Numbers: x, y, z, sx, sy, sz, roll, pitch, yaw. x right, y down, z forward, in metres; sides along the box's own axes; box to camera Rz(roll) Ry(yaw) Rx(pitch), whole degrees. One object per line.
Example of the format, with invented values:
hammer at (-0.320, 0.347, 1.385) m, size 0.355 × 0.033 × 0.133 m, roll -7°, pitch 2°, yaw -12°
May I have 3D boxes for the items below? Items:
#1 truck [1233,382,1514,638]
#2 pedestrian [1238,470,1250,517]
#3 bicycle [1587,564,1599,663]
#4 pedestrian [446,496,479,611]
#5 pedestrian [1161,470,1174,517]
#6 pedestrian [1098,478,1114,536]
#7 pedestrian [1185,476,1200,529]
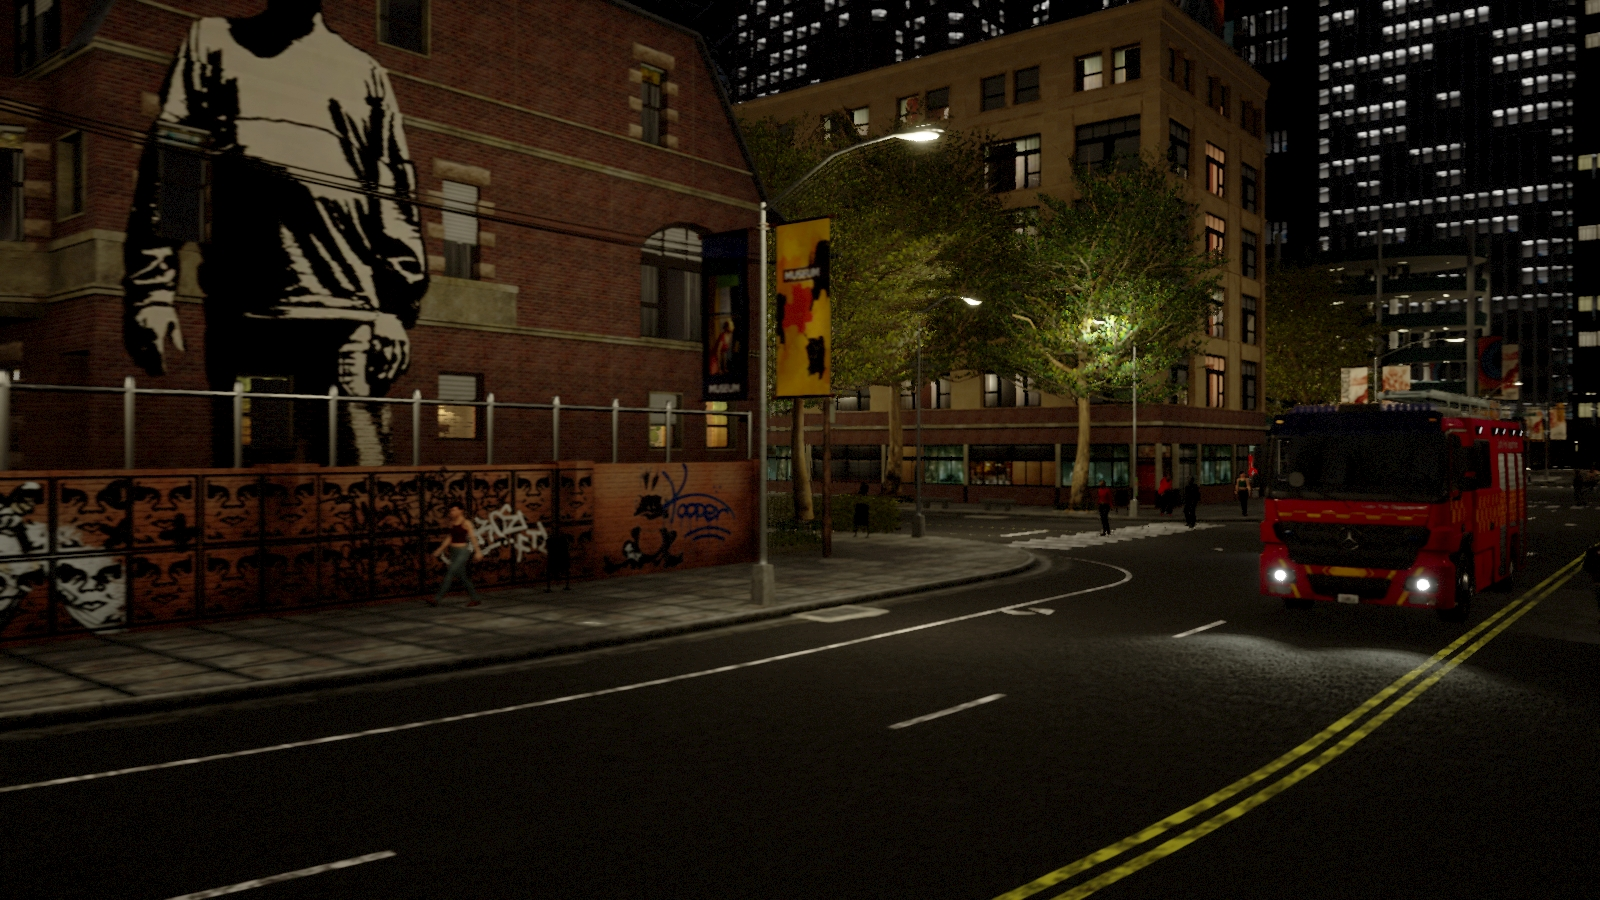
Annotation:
truck at (10.984, 0.896, 21.295) m, size 2.891 × 3.827 × 8.468 m, roll 0°, pitch 0°, yaw 39°
pedestrian at (17.605, 1.708, 45.275) m, size 0.375 × 1.860 × 0.375 m, roll 0°, pitch 0°, yaw 32°
bicycle at (11.146, 2.213, 15.723) m, size 0.329 × 1.171 × 1.835 m, roll 0°, pitch 0°, yaw 40°
pedestrian at (-5.615, 1.706, 19.022) m, size 0.375 × 1.860 × 0.375 m, roll 0°, pitch 0°, yaw 39°
pedestrian at (14.601, 1.709, 45.370) m, size 0.375 × 1.860 × 0.375 m, roll 0°, pitch 0°, yaw -6°
pedestrian at (9.958, 1.860, 37.212) m, size 0.375 × 1.860 × 0.375 m, roll 0°, pitch 0°, yaw -44°
pedestrian at (14.020, 1.860, 40.835) m, size 0.375 × 1.860 × 0.375 m, roll 0°, pitch 0°, yaw 45°
